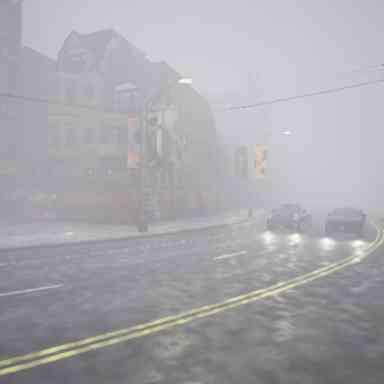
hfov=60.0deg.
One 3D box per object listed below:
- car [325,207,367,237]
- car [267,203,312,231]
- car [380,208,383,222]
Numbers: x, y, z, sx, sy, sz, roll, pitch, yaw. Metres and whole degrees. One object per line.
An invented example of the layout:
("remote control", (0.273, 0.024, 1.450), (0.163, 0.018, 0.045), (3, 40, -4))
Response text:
("car", (9.346, 1.670, 19.971), (1.882, 1.535, 5.008), (0, -1, 31))
("car", (6.522, 1.534, 22.040), (2.097, 1.767, 4.553), (0, 0, 30))
("car", (16.451, 1.763, 26.746), (1.882, 1.535, 5.008), (0, 0, 23))
